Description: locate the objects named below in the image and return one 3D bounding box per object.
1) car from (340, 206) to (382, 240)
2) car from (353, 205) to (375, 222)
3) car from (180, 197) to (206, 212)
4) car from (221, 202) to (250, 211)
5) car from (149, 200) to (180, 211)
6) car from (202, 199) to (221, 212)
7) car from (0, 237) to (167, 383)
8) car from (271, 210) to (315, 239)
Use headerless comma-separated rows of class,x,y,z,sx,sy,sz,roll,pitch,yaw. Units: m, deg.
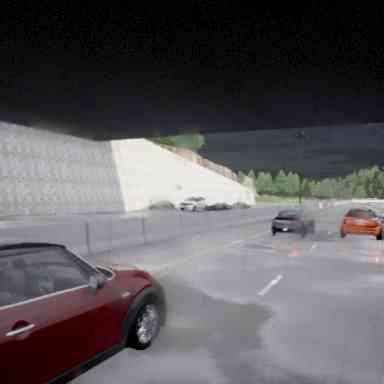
car,10.202,1.769,20.013,2.097,1.767,4.553,1,-1,28
car,18.086,2.212,34.976,1.882,1.535,5.008,1,0,28
car,0.318,1.656,46.566,2.150,2.045,5.566,1,-1,28
car,5.920,2.014,42.216,2.128,1.511,4.902,1,-1,28
car,-4.000,1.854,45.939,1.812,1.442,4.674,1,-1,28
car,3.873,2.055,45.796,2.033,1.411,5.357,1,-1,28
car,-2.195,1.339,4.039,2.097,1.767,4.553,1,-1,29
car,6.063,1.813,19.680,2.128,1.511,4.902,1,0,28
